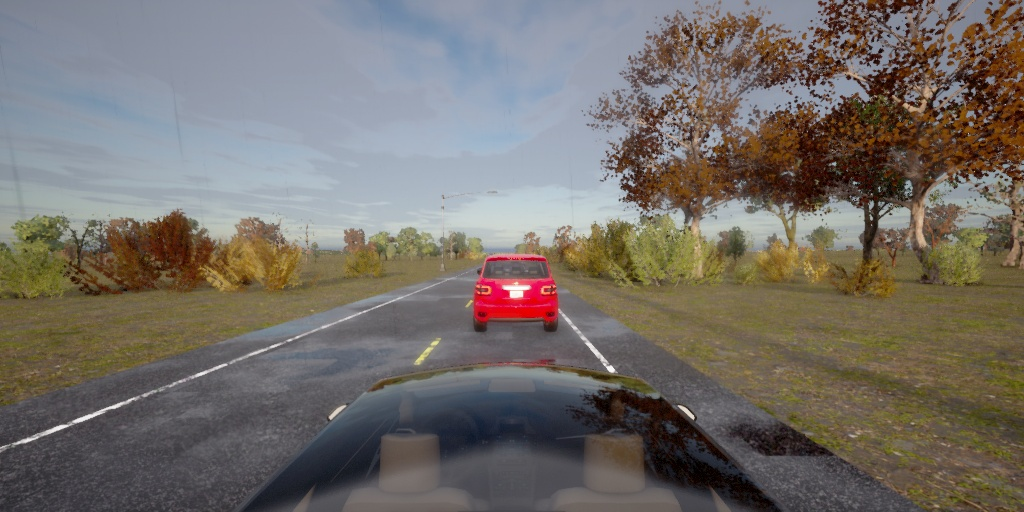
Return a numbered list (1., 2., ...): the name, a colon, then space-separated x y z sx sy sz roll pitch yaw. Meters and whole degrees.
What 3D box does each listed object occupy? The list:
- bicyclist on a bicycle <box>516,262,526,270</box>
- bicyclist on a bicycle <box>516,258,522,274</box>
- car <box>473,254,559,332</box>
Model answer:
1. bicyclist on a bicycle: 0.859 1.108 30.148 0.659 1.776 1.843 0 0 0
2. bicyclist on a bicycle: 0.783 1.104 40.161 0.659 1.776 1.843 0 0 0
3. car: 0.078 0.967 10.969 2.150 2.045 5.566 0 0 -1
